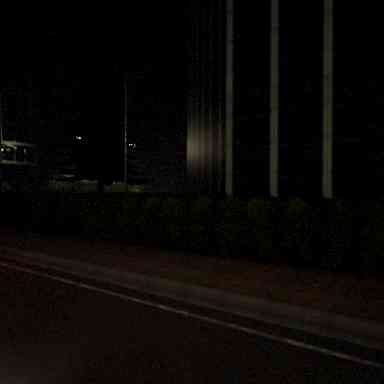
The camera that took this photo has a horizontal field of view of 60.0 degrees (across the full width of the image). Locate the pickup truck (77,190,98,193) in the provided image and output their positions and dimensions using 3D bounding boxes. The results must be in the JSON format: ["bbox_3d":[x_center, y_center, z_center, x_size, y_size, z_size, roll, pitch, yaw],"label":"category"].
[{"bbox_3d":[-19.123,0.734,64.296,6.274,2.098,2.390,0,0,-24],"label":"pickup truck"}]
